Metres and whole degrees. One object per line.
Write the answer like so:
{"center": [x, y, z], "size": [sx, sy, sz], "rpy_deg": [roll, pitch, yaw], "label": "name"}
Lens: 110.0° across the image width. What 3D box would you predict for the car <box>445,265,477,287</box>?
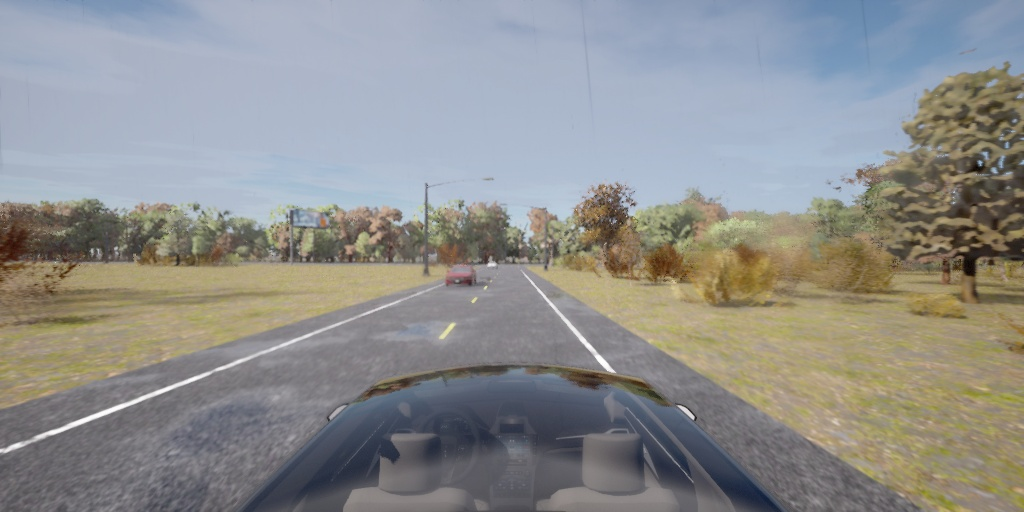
{"center": [-3.669, 1.421, 26.486], "size": [1.882, 1.535, 5.008], "rpy_deg": [0, 0, 0], "label": "car"}
